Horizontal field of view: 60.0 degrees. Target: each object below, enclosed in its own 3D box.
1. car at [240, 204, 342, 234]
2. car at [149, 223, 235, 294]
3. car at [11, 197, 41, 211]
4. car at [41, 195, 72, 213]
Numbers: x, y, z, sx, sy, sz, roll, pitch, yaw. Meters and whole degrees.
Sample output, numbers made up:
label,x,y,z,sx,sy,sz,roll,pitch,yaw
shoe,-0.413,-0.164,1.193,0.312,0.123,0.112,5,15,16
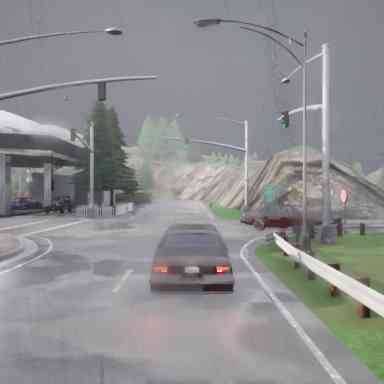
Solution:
label,x,y,z,sx,sy,sz,roll,pitch,yaw
car,5.285,1.380,18.186,5.357,1.411,2.033,-1,0,40
car,-0.002,1.547,8.917,2.033,1.411,5.357,0,0,0
car,-20.250,1.480,40.744,2.242,1.667,4.611,0,0,-1
car,-14.541,1.313,36.468,1.905,1.878,3.866,0,0,-1
